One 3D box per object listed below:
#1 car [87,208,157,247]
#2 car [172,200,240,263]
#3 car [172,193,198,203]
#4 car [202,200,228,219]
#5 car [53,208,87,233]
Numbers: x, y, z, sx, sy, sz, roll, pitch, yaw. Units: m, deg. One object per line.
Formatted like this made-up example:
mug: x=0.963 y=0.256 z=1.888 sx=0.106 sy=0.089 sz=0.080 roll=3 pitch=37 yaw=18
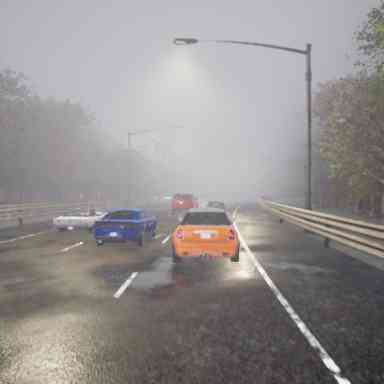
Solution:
car: x=-2.815 y=1.446 z=15.067 sx=1.882 sy=1.535 sz=5.008 roll=0 pitch=0 yaw=4
car: x=0.520 y=1.335 z=12.107 sx=2.097 sy=1.767 sz=4.553 roll=0 pitch=0 yaw=3
car: x=-0.696 y=1.157 z=35.157 sx=2.150 sy=2.045 sz=5.566 roll=0 pitch=0 yaw=8
car: x=2.168 y=1.507 z=30.416 sx=2.033 sy=1.411 sz=5.357 roll=0 pitch=0 yaw=7
car: x=-6.033 y=1.550 z=19.235 sx=1.895 sy=1.301 sz=4.718 roll=0 pitch=0 yaw=5
